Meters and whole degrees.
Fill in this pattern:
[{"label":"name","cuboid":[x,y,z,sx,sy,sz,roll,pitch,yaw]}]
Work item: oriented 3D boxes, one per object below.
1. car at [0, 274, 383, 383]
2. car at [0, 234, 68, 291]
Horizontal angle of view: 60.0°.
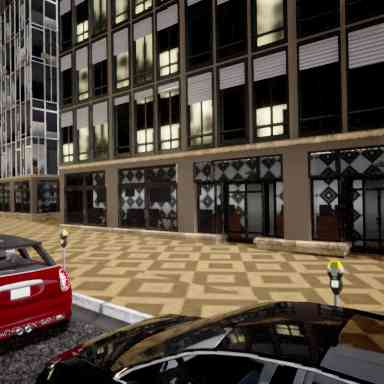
[{"label":"car","cuboid":[0.627,1.566,2.465,4.313,1.339,1.947,0,-1,36]},{"label":"car","cuboid":[-3.948,1.441,5.844,4.097,1.590,1.967,0,-1,37]}]
